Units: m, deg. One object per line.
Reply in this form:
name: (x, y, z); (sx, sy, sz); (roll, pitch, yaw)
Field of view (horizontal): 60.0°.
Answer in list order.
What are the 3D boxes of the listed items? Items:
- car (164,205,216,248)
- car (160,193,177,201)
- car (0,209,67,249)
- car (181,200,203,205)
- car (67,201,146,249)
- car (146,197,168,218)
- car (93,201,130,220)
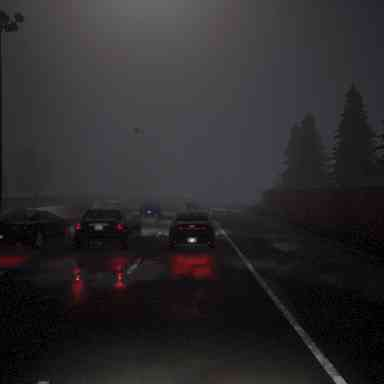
car: (0.000, 1.517, 14.650); (1.837, 1.490, 4.892); (0, 0, 0)
car: (-6.019, 1.267, 85.098); (2.097, 1.767, 4.553); (0, 0, 29)
car: (-7.000, 1.486, 14.650); (1.882, 1.535, 5.008); (0, 0, 0)
car: (0.000, 1.496, 29.650); (2.128, 1.511, 4.902); (0, 0, 0)
car: (-3.500, 1.367, 14.620); (2.097, 1.767, 4.553); (0, 0, 0)
car: (-3.500, 1.486, 29.650); (1.882, 1.535, 5.008); (0, 0, 0)
car: (-7.000, 1.564, 29.650); (2.033, 1.411, 5.357); (0, 0, 0)
